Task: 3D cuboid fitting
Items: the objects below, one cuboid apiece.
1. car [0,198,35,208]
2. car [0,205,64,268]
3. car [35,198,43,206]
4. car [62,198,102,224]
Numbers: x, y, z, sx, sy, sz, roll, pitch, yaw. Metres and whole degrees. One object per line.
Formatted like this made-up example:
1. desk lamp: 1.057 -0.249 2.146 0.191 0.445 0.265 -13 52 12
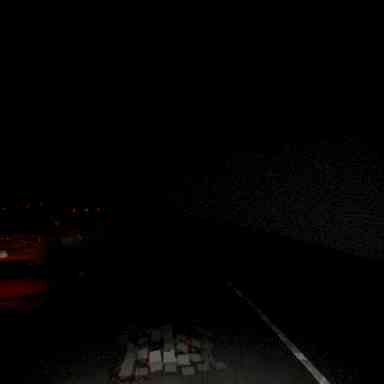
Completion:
1. car: -14.525 1.238 26.881 2.097 1.767 4.553 -1 1 -36
2. car: -5.469 1.429 10.818 1.882 1.535 5.008 0 0 -16
3. car: -18.429 1.376 37.952 2.033 1.411 5.357 -1 1 -37
4. car: -8.050 1.226 23.656 2.097 1.767 4.553 -1 0 -32
